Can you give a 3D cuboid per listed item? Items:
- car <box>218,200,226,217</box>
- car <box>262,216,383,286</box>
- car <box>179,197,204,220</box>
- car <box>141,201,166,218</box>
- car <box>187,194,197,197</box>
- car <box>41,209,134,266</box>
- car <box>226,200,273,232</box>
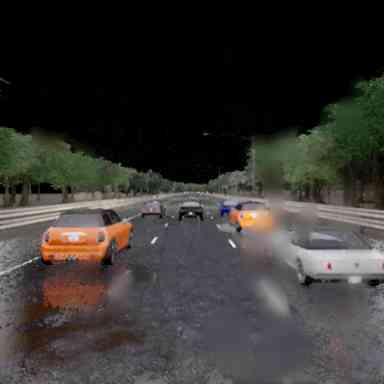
[{"bbox_3d":[3.493,1.477,31.326,1.882,1.535,5.008,0,0,0],"label":"car"},{"bbox_3d":[3.498,1.601,9.356,1.895,1.301,4.718,0,0,0],"label":"car"},{"bbox_3d":[-0.063,1.476,27.751,1.882,1.535,5.008,0,0,0],"label":"car"},{"bbox_3d":[-3.408,1.546,30.150,2.033,1.411,5.357,0,0,0],"label":"car"},{"bbox_3d":[0.078,1.503,55.034,1.837,1.490,4.892,0,1,0],"label":"car"},{"bbox_3d":[-3.402,1.352,11.679,2.097,1.767,4.553,0,0,0],"label":"car"},{"bbox_3d":[3.496,1.352,20.295,2.097,1.767,4.553,0,0,0],"label":"car"}]
